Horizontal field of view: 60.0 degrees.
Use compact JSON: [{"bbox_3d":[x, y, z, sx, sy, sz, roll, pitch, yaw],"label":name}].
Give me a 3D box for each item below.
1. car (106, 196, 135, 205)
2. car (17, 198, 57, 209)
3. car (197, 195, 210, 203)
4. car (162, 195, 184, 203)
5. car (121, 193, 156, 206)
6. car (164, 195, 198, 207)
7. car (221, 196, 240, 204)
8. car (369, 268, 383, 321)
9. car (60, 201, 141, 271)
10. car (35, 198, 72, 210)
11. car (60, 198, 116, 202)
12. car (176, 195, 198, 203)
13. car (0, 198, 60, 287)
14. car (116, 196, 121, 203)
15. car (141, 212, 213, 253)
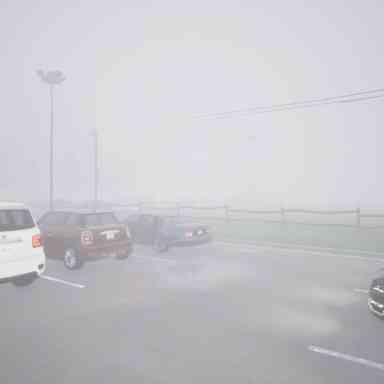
[{"bbox_3d":[-12.575,1.488,59.027,2.128,1.511,4.902,0,0,36],"label":"car"},{"bbox_3d":[-21.626,1.601,46.566,1.895,1.301,4.718,0,0,35],"label":"car"},{"bbox_3d":[1.682,1.352,66.582,2.097,1.767,4.553,0,0,37],"label":"car"},{"bbox_3d":[-3.981,1.500,70.645,1.837,1.490,4.892,0,0,36],"label":"car"},{"bbox_3d":[-8.157,1.220,53.228,2.150,2.045,5.566,0,0,36],"label":"car"},{"bbox_3d":[-1.587,1.601,50.355,1.895,1.301,4.718,0,0,36],"label":"car"},{"bbox_3d":[7.345,1.506,62.517,1.837,1.490,4.892,0,0,37],"label":"car"},{"bbox_3d":[5.202,1.506,4.580,4.892,1.490,1.837,0,0,35],"label":"car"},{"bbox_3d":[-4.176,1.352,11.222,4.553,1.767,2.097,0,0,36],"label":"car"},{"bbox_3d":[-18.586,1.564,44.810,1.994,1.385,4.181,0,0,35],"label":"car"},{"bbox_3d":[-11.398,1.547,36.796,2.033,1.411,5.357,0,0,35],"label":"car"},{"bbox_3d":[-0.957,1.499,68.856,1.837,1.490,4.892,0,1,36],"label":"car"},{"bbox_3d":[-5.845,1.221,8.109,5.566,2.045,2.150,0,0,36],"label":"car"},{"bbox_3d":[-10.077,1.505,56.523,1.837,1.490,4.892,0,0,36],"label":"car"},{"bbox_3d":[-1.740,1.547,13.782,5.357,1.411,2.033,0,0,36],"label":"car"}]
